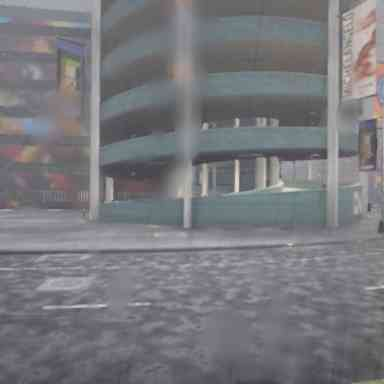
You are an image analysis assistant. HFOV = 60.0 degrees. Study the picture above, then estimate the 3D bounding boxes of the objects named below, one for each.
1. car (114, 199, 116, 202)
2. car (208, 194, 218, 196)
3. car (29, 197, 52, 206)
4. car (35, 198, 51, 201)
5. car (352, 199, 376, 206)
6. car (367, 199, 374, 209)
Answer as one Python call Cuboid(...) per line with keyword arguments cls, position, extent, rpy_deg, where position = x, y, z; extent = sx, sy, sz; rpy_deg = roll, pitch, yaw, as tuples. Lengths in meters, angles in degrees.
Cuboid(cls="car", position=(-14.353, 1.730, 58.122), extent=(1.895, 1.301, 4.718), rpy_deg=(1, 0, -7))
Cuboid(cls="car", position=(3.917, 1.471, 61.157), extent=(2.435, 2.045, 5.566), rpy_deg=(1, 0, -7))
Cuboid(cls="car", position=(-25.920, 1.576, 57.152), extent=(2.161, 1.482, 4.786), rpy_deg=(1, 0, -7))
Cuboid(cls="car", position=(-20.374, 1.452, 45.533), extent=(2.002, 1.452, 4.674), rpy_deg=(1, 0, -7))
Cuboid(cls="car", position=(37.648, 2.287, 72.835), extent=(2.231, 1.521, 4.892), rpy_deg=(1, 0, -7))
Cuboid(cls="car", position=(29.261, 1.864, 58.256), extent=(2.150, 2.045, 5.566), rpy_deg=(1, -1, -7))
